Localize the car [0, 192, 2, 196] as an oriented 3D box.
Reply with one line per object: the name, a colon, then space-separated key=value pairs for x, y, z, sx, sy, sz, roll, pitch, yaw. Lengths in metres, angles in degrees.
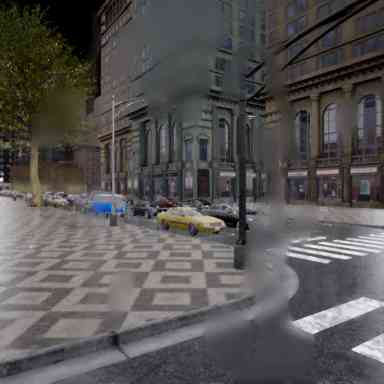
car: x=-45.655 y=0.254 z=82.176 sx=1.967 sy=1.590 sz=4.097 roll=1 pitch=0 yaw=-35

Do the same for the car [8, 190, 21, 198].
car: x=-35.929 y=0.483 z=68.413 sx=1.967 sy=1.590 sz=4.097 roll=1 pitch=0 yaw=-35

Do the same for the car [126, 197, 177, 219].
car: x=-3.353 y=1.338 z=26.905 sx=1.994 sy=1.385 sz=4.181 roll=0 pitch=1 yaw=-35

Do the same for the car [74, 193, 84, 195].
car: x=-15.059 y=1.029 z=43.557 sx=1.812 sy=1.442 sz=4.674 roll=0 pitch=1 yaw=-34

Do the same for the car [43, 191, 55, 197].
car: x=-35.455 y=0.471 z=82.510 sx=1.802 sy=1.307 sz=4.206 roll=1 pitch=0 yaw=-35

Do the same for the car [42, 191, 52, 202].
car: x=-19.723 y=0.992 z=45.476 sx=2.008 sy=1.369 sz=4.403 roll=1 pitch=0 yaw=-35

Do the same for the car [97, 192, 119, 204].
car: x=-12.763 y=0.880 z=50.401 sx=1.967 sy=1.590 sz=4.097 roll=1 pitch=0 yaw=-35

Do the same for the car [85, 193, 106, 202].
car: x=-16.006 y=0.910 z=54.988 sx=2.008 sy=1.369 sz=4.403 roll=1 pitch=0 yaw=-35

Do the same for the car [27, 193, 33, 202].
car: x=-22.965 y=0.910 z=50.063 sx=2.008 sy=1.369 sz=4.403 roll=1 pitch=0 yaw=-35

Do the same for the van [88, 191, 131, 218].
van: x=-6.754 y=1.091 z=27.120 sx=1.690 sy=1.788 sz=3.998 roll=1 pitch=0 yaw=-35

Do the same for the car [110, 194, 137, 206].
car: x=-9.524 y=1.073 z=45.814 sx=2.008 sy=1.369 sz=4.403 roll=1 pitch=0 yaw=-35

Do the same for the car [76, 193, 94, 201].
car: x=-19.248 y=0.860 z=59.575 sx=1.802 sy=1.307 sz=4.206 roll=1 pitch=0 yaw=-35

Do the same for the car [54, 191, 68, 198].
car: x=-28.972 y=0.587 z=73.336 sx=1.887 sy=1.381 sz=4.507 roll=1 pitch=0 yaw=-35

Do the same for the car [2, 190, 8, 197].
car: x=-42.413 y=0.329 z=77.588 sx=1.967 sy=1.590 sz=4.097 roll=1 pitch=0 yaw=-35

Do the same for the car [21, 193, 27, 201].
car: x=-26.207 y=0.830 z=54.651 sx=2.008 sy=1.369 sz=4.403 roll=1 pitch=0 yaw=-35

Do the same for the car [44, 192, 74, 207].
car: x=-16.384 y=1.051 z=40.749 sx=1.752 sy=1.417 sz=4.829 roll=1 pitch=0 yaw=-35

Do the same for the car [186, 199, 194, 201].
car: x=0.201 y=1.315 z=32.048 sx=1.947 sy=1.339 sz=4.313 roll=1 pitch=0 yaw=-35

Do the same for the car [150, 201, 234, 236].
car: x=-0.173 y=1.398 z=17.802 sx=1.752 sy=1.417 sz=4.829 roll=1 pitch=0 yaw=-35

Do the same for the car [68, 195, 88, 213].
car: x=-9.998 y=1.230 z=31.709 sx=2.008 sy=1.369 sz=4.403 roll=1 pitch=0 yaw=-35

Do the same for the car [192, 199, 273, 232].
car: x=2.369 y=1.370 z=18.796 sx=2.128 sy=1.511 sz=4.902 roll=0 pitch=1 yaw=-35

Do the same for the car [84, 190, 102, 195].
car: x=-9.169 y=0.870 z=35.147 sx=2.150 sy=2.045 sz=5.566 roll=0 pitch=1 yaw=-35
